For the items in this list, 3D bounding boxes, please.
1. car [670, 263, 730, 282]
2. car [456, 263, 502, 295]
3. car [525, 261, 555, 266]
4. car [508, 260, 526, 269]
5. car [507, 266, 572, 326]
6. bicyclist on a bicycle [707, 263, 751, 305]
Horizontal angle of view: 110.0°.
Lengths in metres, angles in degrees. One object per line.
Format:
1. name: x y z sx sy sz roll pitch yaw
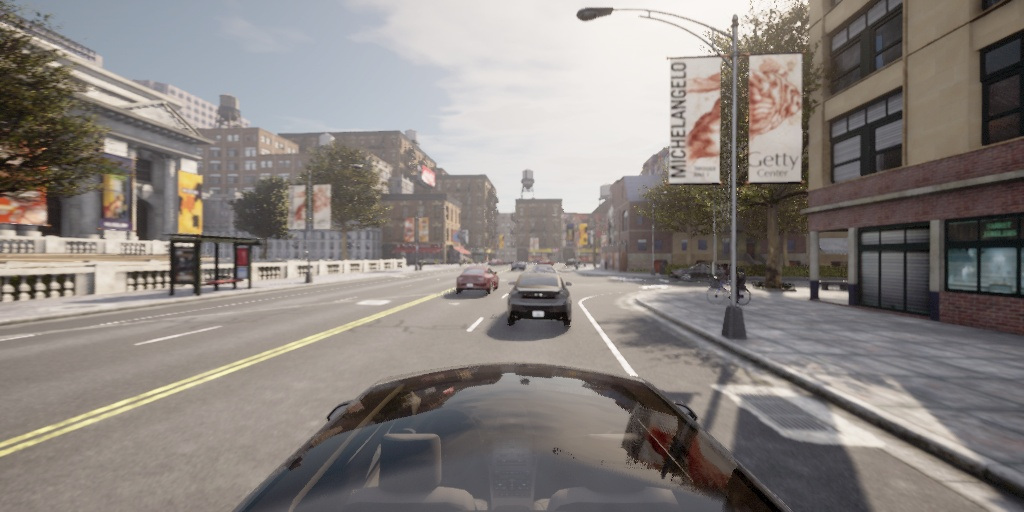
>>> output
1. car: 15.950 1.363 30.236 4.892 1.490 1.837 0 0 5
2. car: -1.865 1.287 20.007 1.812 1.442 4.674 0 0 5
3. car: 2.317 1.336 27.041 2.033 1.411 5.357 0 0 5
4. car: 0.995 1.410 50.664 1.895 1.301 4.718 0 0 6
5. car: 0.915 1.271 11.819 1.837 1.490 4.892 0 0 5
6. bicyclist on a bicycle: 8.421 1.105 13.913 1.656 1.620 0.582 0 0 5
